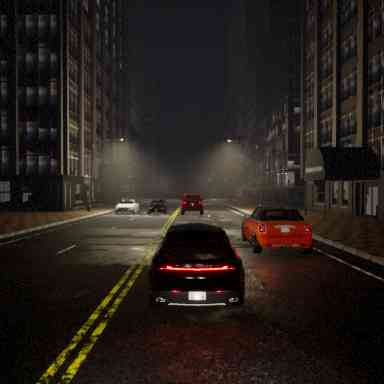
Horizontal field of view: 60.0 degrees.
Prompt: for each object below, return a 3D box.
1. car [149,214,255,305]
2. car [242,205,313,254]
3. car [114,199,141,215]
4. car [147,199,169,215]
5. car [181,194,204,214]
[{"bbox_3d":[0.084,1.502,8.029,1.837,1.490,4.892,0,0,0],"label":"car"},{"bbox_3d":[3.304,1.346,13.709,2.097,1.767,4.553,0,0,2],"label":"car"},{"bbox_3d":[-6.587,1.500,34.301,1.812,1.442,4.674,0,0,0],"label":"car"},{"bbox_3d":[-3.345,1.482,33.503,1.837,1.490,4.892,0,-1,0],"label":"car"},{"bbox_3d":[0.035,1.198,33.684,2.150,2.045,5.566,0,0,0],"label":"car"}]
